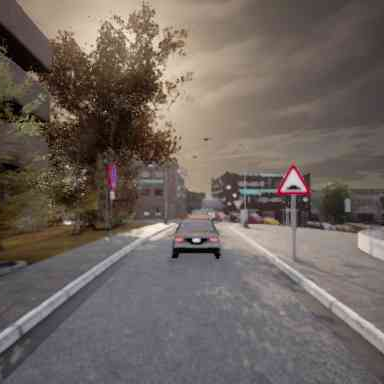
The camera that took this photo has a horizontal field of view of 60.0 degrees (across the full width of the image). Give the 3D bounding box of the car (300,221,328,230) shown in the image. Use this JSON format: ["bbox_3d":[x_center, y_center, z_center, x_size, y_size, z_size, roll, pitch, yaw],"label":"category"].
[{"bbox_3d":[22.621,6.270,62.844,2.002,1.452,4.674,7,-5,-29],"label":"car"}]

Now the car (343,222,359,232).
[{"bbox_3d":[28.473,6.836,64.000,1.946,1.575,5.366,7,-5,-29],"label":"car"}]

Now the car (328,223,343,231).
[{"bbox_3d":[25.592,6.572,63.351,2.002,1.452,4.674,8,-6,-29],"label":"car"}]

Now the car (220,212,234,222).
[{"bbox_3d":[4.848,4.326,59.756,2.185,1.767,4.553,5,-5,-31],"label":"car"}]

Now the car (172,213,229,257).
[{"bbox_3d":[0.190,1.775,13.803,2.033,1.411,5.357,0,-2,1],"label":"car"}]

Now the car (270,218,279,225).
[{"bbox_3d":[13.650,5.328,61.489,1.946,1.575,5.366,7,-6,-30],"label":"car"}]

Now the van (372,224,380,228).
[{"bbox_3d":[34.589,7.209,64.736,1.878,1.987,4.442,8,-6,-29],"label":"van"}]

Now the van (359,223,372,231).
[{"bbox_3d":[31.616,6.907,64.245,1.878,1.987,4.442,8,-6,-29],"label":"van"}]

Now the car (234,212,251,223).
[{"bbox_3d":[7.820,4.590,60.249,2.185,1.767,4.553,7,-6,-30],"label":"car"}]

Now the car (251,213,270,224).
[{"bbox_3d":[10.817,4.772,60.804,2.435,2.045,5.566,8,-6,-30],"label":"car"}]

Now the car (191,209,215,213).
[{"bbox_3d":[0.658,2.316,28.555,2.097,1.767,4.553,0,-3,2],"label":"car"}]
